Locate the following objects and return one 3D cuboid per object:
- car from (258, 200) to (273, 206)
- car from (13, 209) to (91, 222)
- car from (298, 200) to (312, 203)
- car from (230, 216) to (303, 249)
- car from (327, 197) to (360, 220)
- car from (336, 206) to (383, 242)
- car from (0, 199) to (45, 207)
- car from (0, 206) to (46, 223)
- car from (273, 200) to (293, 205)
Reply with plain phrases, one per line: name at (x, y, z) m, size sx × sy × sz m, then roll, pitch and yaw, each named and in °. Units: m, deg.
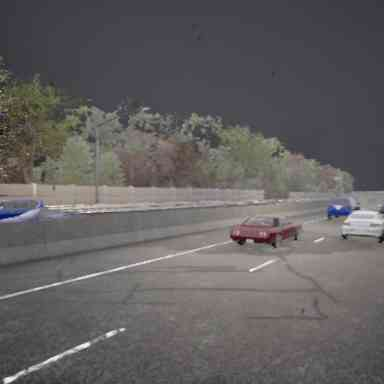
car at (13.828, 2.160, 61.497) m, size 1.882 × 1.535 × 5.008 m, roll -1°, pitch -1°, yaw 35°
car at (-7.242, 1.802, 18.629) m, size 1.994 × 1.385 × 4.181 m, roll -1°, pitch -1°, yaw 34°
car at (19.612, 2.130, 57.552) m, size 1.837 × 1.490 × 4.892 m, roll -1°, pitch -1°, yaw 35°
car at (3.664, 1.763, 15.603) m, size 1.895 × 1.301 × 4.718 m, roll -1°, pitch -1°, yaw 34°
car at (14.134, 1.520, 30.863) m, size 2.150 × 2.045 × 5.566 m, roll -1°, pitch -1°, yaw 34°
car at (9.089, 1.686, 17.342) m, size 1.812 × 1.442 × 4.674 m, roll -1°, pitch -1°, yaw 34°
car at (-12.791, 1.528, 22.915) m, size 2.150 × 2.045 × 5.566 m, roll -1°, pitch -1°, yaw 34°
car at (-9.746, 1.801, 21.166) m, size 1.812 × 1.442 × 4.674 m, roll -1°, pitch -1°, yaw 34°
car at (16.769, 2.167, 59.593) m, size 1.837 × 1.490 × 4.892 m, roll -1°, pitch -1°, yaw 35°
